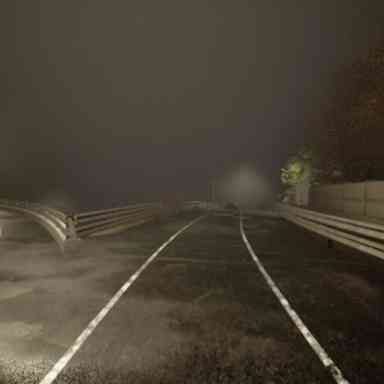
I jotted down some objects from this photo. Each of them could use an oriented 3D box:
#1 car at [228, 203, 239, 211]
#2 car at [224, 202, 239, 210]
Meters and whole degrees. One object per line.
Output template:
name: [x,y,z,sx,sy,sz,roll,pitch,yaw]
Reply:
car: [7.913,2.834,63.185,1.812,1.442,4.674,0,-4,11]
car: [6.218,2.272,53.330,1.994,1.385,4.181,0,-3,10]
